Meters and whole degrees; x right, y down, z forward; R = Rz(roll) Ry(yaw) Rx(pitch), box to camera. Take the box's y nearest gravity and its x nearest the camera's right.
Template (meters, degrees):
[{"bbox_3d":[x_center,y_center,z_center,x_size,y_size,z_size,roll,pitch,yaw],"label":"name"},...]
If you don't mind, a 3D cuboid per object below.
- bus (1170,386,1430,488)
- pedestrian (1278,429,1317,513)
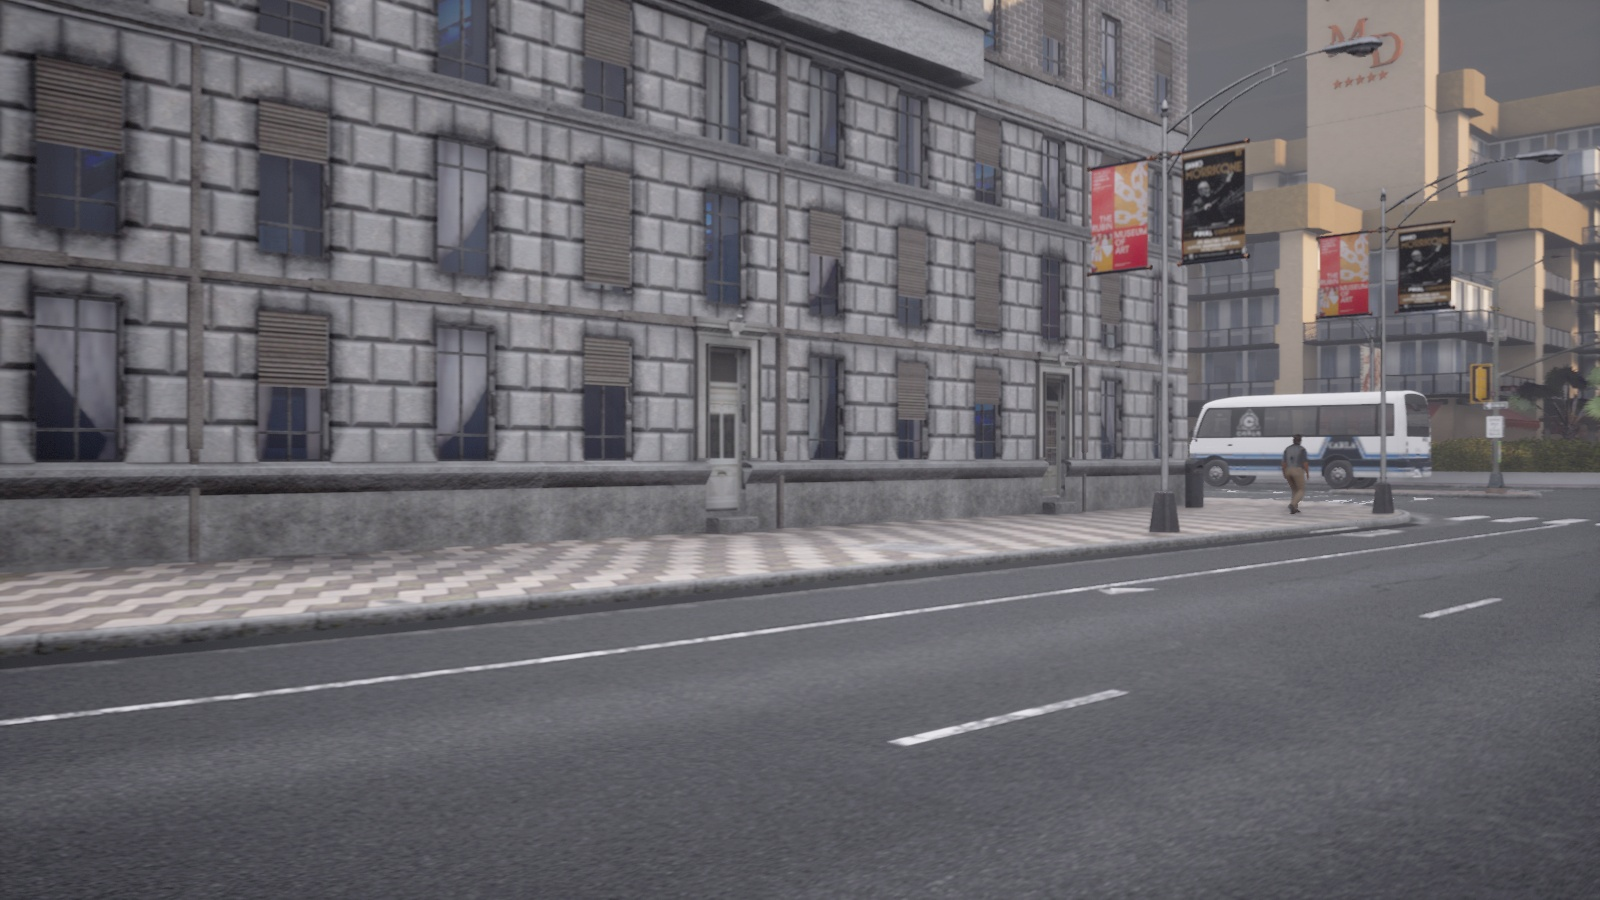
[{"bbox_3d":[22.580,-0.505,57.316,3.944,4.253,10.273,0,0,-45],"label":"bus"},{"bbox_3d":[11.141,0.464,28.112,0.694,1.848,0.540,0,0,-38],"label":"pedestrian"}]
